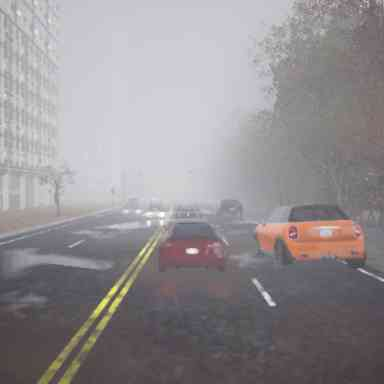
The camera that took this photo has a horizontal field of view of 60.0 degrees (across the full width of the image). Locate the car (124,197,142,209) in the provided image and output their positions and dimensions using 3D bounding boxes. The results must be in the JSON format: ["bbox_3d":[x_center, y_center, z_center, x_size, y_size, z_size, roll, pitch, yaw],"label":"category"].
[{"bbox_3d":[-7.622,1.459,43.376,1.837,1.490,4.892,0,-1,-3],"label":"car"}]

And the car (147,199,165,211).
[{"bbox_3d":[-4.186,1.555,39.098,1.895,1.301,4.718,0,0,-2],"label":"car"}]

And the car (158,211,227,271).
[{"bbox_3d":[-0.008,1.549,10.904,1.994,1.385,4.181,0,0,0],"label":"car"}]

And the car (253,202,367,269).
[{"bbox_3d":[3.239,1.178,10.173,2.097,1.767,4.553,-3,-4,0],"label":"car"}]

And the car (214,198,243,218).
[{"bbox_3d":[2.952,1.275,27.575,1.882,1.535,5.008,1,-3,-2],"label":"car"}]

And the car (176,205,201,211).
[{"bbox_3d":[-0.278,1.569,24.639,1.895,1.301,4.718,0,0,-1],"label":"car"}]
